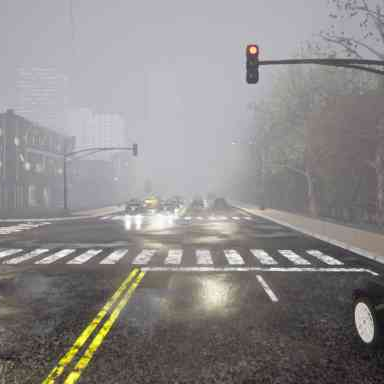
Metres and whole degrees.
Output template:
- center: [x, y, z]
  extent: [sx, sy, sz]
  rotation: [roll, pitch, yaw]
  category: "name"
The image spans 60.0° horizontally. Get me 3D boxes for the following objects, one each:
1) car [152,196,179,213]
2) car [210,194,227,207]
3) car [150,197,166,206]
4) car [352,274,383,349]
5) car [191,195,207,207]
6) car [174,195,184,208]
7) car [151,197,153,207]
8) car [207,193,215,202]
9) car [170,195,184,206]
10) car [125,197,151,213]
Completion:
- center: [-2.830, 1.480, 36.704]
  extent: [2.128, 1.511, 4.902]
  rotation: [0, 0, -2]
  category: "car"
- center: [4.114, 1.488, 49.980]
  extent: [1.837, 1.490, 4.892]
  rotation: [0, 0, 1]
  category: "car"
- center: [-5.704, 1.544, 56.252]
  extent: [1.994, 1.385, 4.181]
  rotation: [0, 0, 2]
  category: "car"
- center: [3.397, 1.477, 3.220]
  extent: [1.882, 1.535, 5.008]
  rotation: [0, 0, 1]
  category: "car"
- center: [0.864, 1.530, 49.791]
  extent: [2.033, 1.411, 5.357]
  rotation: [0, 0, 1]
  category: "car"
- center: [-2.630, 1.476, 46.212]
  extent: [2.128, 1.511, 4.902]
  rotation: [0, 0, 1]
  category: "car"
- center: [-5.875, 1.462, 46.336]
  extent: [1.882, 1.535, 5.008]
  rotation: [0, 0, 1]
  category: "car"
- center: [4.404, 1.196, 75.387]
  extent: [2.150, 2.045, 5.566]
  rotation: [0, 0, 1]
  category: "car"
- center: [-2.470, 1.332, 56.503]
  extent: [2.097, 1.767, 4.553]
  rotation: [0, 0, 1]
  category: "car"
- center: [-6.046, 1.481, 36.376]
  extent: [2.128, 1.511, 4.902]
  rotation: [0, 0, -1]
  category: "car"
